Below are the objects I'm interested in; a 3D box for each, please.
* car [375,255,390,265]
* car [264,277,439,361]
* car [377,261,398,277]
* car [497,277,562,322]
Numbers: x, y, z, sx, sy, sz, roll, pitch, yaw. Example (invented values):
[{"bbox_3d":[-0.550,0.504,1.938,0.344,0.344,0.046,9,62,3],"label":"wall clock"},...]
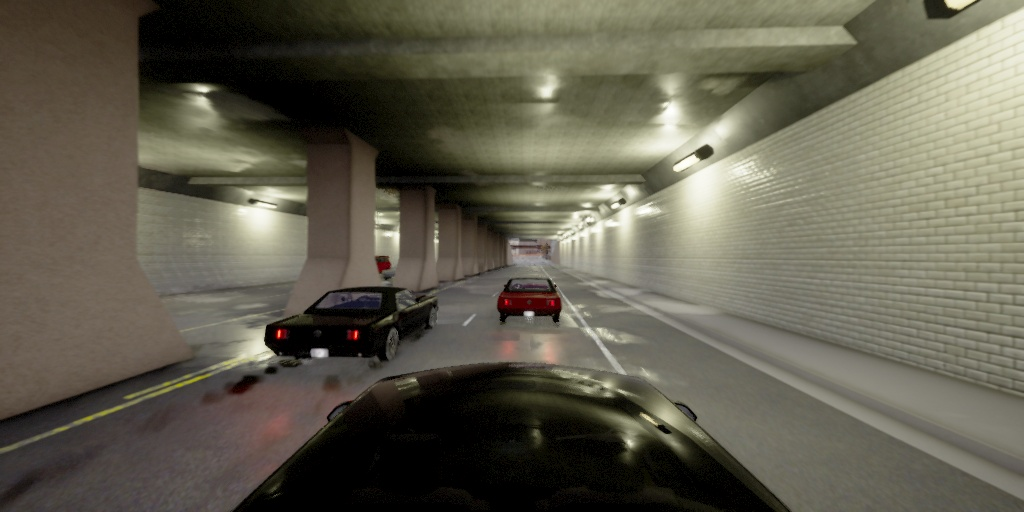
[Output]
[{"bbox_3d":[-12.477,0.928,31.500,2.150,2.045,5.566,0,0,3],"label":"car"},{"bbox_3d":[-3.106,1.339,8.218,1.895,1.301,4.718,0,0,3],"label":"car"},{"bbox_3d":[-9.072,1.325,29.863,1.895,1.301,4.718,0,0,3],"label":"car"},{"bbox_3d":[0.618,1.364,12.434,1.895,1.301,4.718,0,0,3],"label":"car"}]
